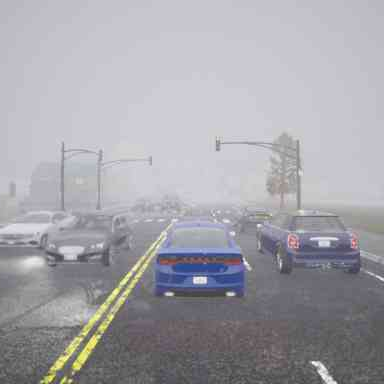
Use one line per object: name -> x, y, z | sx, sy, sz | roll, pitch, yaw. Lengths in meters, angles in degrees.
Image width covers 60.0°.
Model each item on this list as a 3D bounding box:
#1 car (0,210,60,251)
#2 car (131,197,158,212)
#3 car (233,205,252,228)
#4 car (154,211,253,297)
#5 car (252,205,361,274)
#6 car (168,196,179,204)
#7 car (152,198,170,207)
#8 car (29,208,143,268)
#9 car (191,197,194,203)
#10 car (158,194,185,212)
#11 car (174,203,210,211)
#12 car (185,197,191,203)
car -> -6.455, 1.538, 14.266 | 1.812, 1.442, 4.674 | 0, 0, 1
car -> -5.701, 1.406, 38.953 | 2.097, 1.767, 4.553 | 0, 0, 3
car -> 3.612, 1.520, 19.873 | 1.837, 1.490, 4.892 | 0, 0, 1
car -> 0.167, 1.483, 8.628 | 1.882, 1.535, 5.008 | 0, 0, 0
car -> 3.448, 1.358, 10.722 | 2.097, 1.767, 4.553 | 0, 0, 1
car -> -3.798, 1.636, 69.224 | 1.837, 1.490, 4.892 | 0, 0, 4
car -> -4.930, 1.637, 53.872 | 2.033, 1.411, 5.357 | 0, 0, 4
car -> -3.248, 1.501, 11.427 | 2.128, 1.511, 4.902 | 0, 0, 1
car -> -0.559, 1.728, 68.978 | 1.895, 1.301, 4.718 | 0, 0, 4
car -> -2.428, 1.275, 39.523 | 2.150, 2.045, 5.566 | 0, 0, 3
car -> 0.322, 1.563, 18.441 | 2.033, 1.411, 5.357 | 0, 0, 1
car -> -1.668, 1.687, 53.961 | 1.895, 1.301, 4.718 | 0, 0, 4
